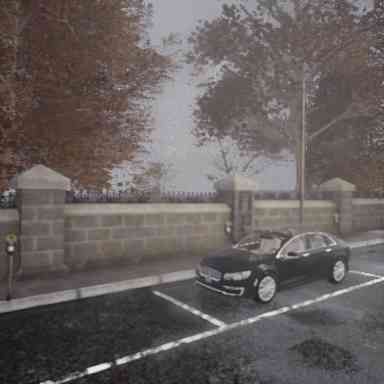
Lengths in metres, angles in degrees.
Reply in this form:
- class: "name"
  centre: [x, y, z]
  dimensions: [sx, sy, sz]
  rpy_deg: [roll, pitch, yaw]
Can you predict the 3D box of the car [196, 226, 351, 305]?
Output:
- class: "car"
  centre: [2.119, 1.555, 8.051]
  dimensions: [4.403, 1.369, 2.008]
  rpy_deg: [0, 1, -35]
